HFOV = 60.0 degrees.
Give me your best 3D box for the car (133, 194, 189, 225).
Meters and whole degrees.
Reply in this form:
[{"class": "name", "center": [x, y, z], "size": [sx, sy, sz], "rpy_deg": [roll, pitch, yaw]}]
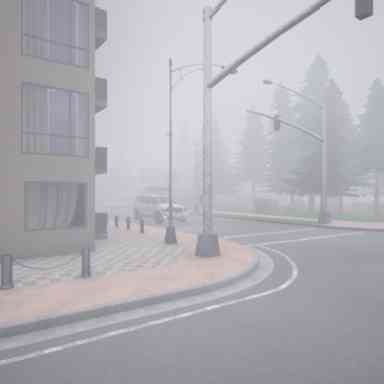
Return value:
[{"class": "car", "center": [-2.469, 1.199, 24.752], "size": [2.150, 2.045, 5.566], "rpy_deg": [0, 1, -35]}]
